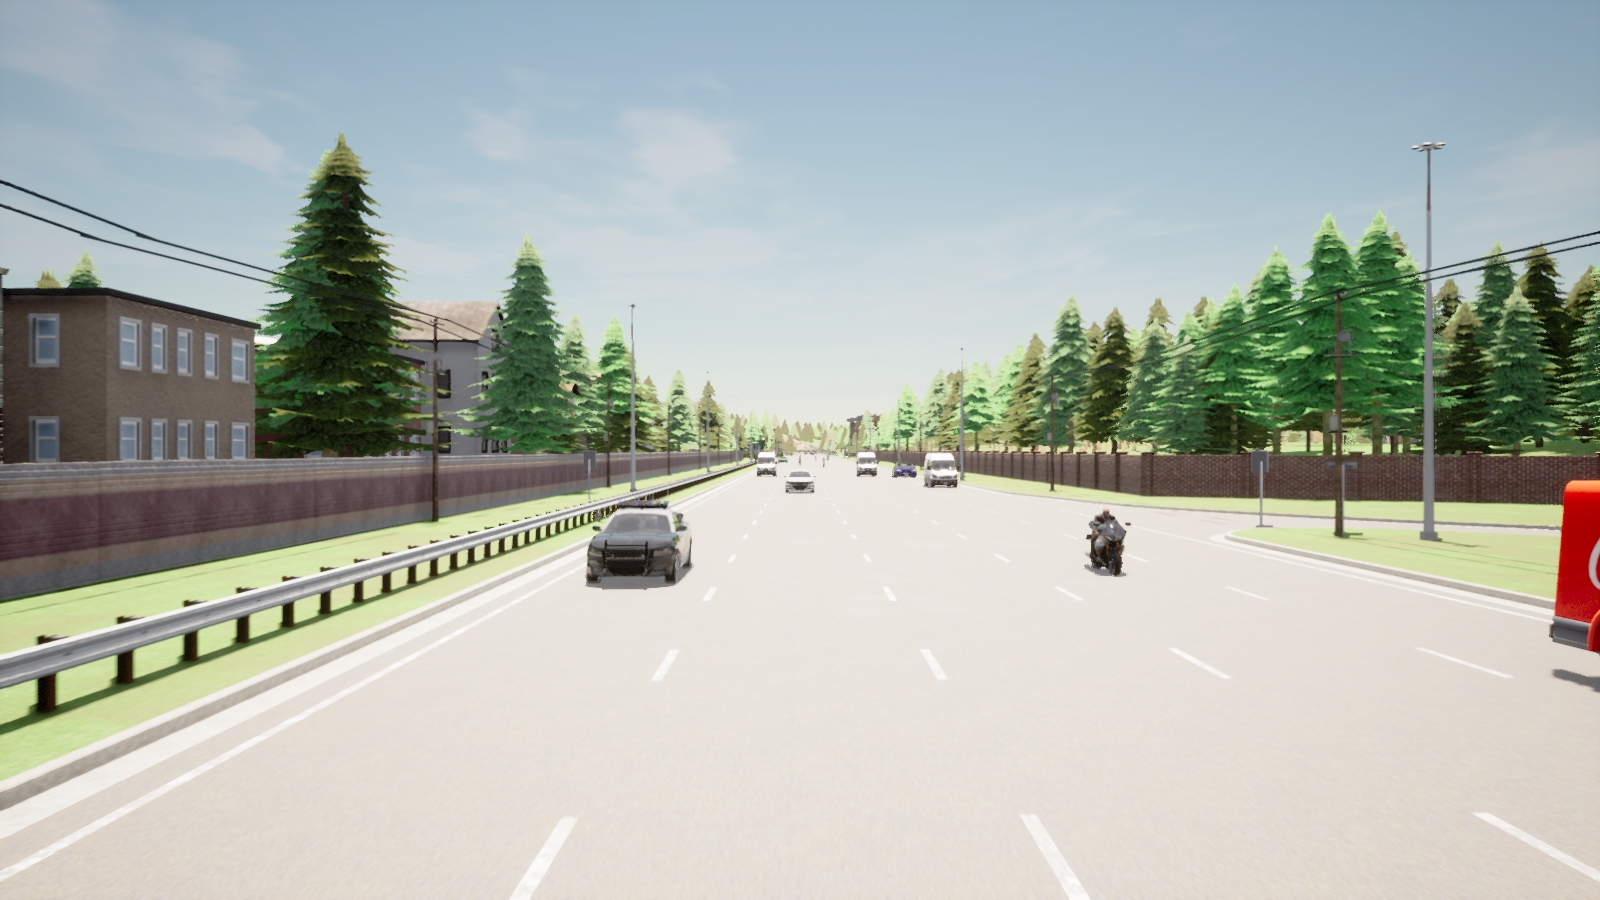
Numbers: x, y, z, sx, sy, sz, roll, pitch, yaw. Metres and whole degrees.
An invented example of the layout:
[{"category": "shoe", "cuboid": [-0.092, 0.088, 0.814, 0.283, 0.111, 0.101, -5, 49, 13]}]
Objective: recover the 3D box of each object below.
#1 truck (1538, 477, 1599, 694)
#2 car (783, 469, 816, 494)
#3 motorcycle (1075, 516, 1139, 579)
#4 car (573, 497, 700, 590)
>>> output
[{"category": "truck", "cuboid": [10.499, 1.568, 11.627, 2.627, 2.467, 5.204, 0, 0, 0]}, {"category": "car", "cuboid": [-0.006, 2.034, 74.814, 2.097, 1.535, 5.006, 0, 0, 0]}, {"category": "motorcycle", "cuboid": [6.998, 2.205, 26.182, 0.867, 1.251, 2.209, 0, 0, 0]}, {"category": "car", "cuboid": [-3.501, 1.982, 25.473, 2.097, 1.638, 5.238, 0, 0, 0]}]
